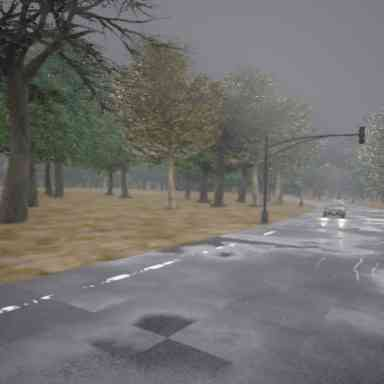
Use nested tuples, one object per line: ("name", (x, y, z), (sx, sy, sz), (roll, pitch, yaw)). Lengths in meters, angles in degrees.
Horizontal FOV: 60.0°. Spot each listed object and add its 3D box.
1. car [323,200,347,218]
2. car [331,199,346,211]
("car", (14.003, 1.706, 32.519), (1.837, 1.490, 4.892), (2, 0, 27))
("car", (21.561, 1.883, 48.921), (1.882, 1.535, 5.008), (1, 0, 23))
